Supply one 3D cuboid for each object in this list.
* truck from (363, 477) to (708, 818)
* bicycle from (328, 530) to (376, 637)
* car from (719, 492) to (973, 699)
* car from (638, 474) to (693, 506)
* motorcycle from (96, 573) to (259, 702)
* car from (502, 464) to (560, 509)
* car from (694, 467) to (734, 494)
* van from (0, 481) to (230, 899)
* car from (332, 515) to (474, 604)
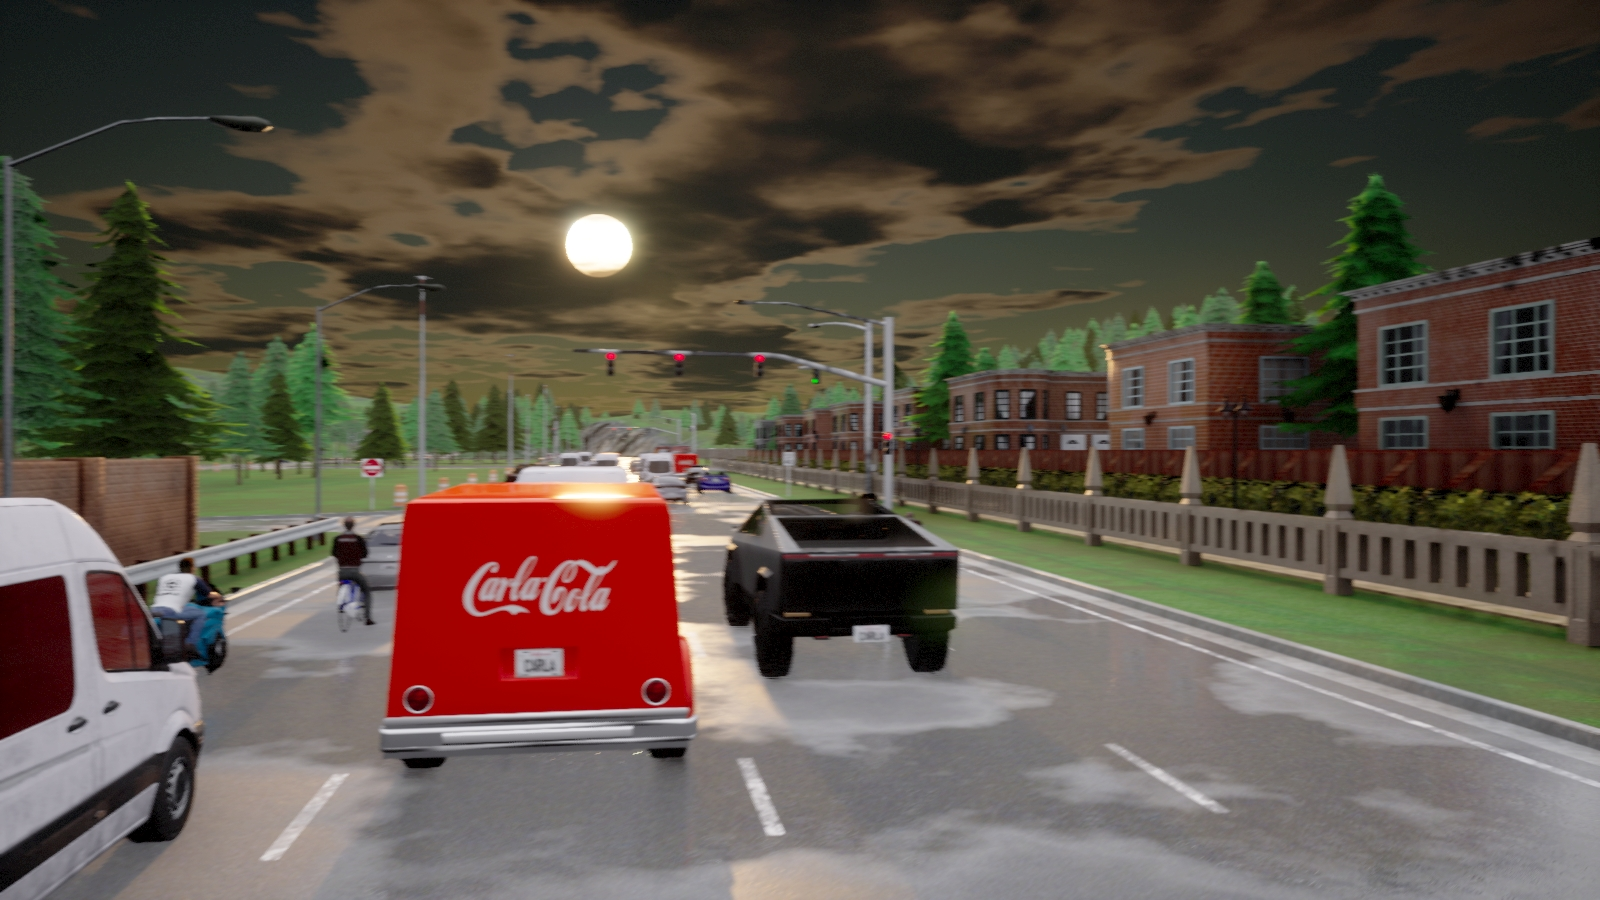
[{"bbox_3d":[-2.452,1.572,11.481,2.627,2.467,5.204,0,0,-9],"label":"truck"},{"bbox_3d":[-7.070,2.064,18.093,0.329,1.471,1.835,0,0,-9],"label":"bicycle"},{"bbox_3d":[0.328,1.764,16.208,2.390,2.098,6.274,0,0,-9],"label":"car"},{"bbox_3d":[-7.110,2.062,59.943,2.097,1.535,5.006,0,0,-16],"label":"car"},{"bbox_3d":[-7.373,2.188,13.673,0.803,1.199,2.033,0,0,1],"label":"motorcycle"},{"bbox_3d":[-13.459,1.774,57.575,2.390,2.098,6.274,0,0,-9],"label":"car"},{"bbox_3d":[-5.760,2.006,75.723,2.242,1.667,4.611,0,0,-9],"label":"car"},{"bbox_3d":[-5.150,1.534,6.222,1.988,2.561,5.915,0,0,-9],"label":"van"},{"bbox_3d":[-7.878,2.125,23.072,1.994,1.385,4.181,0,0,-9],"label":"car"}]
